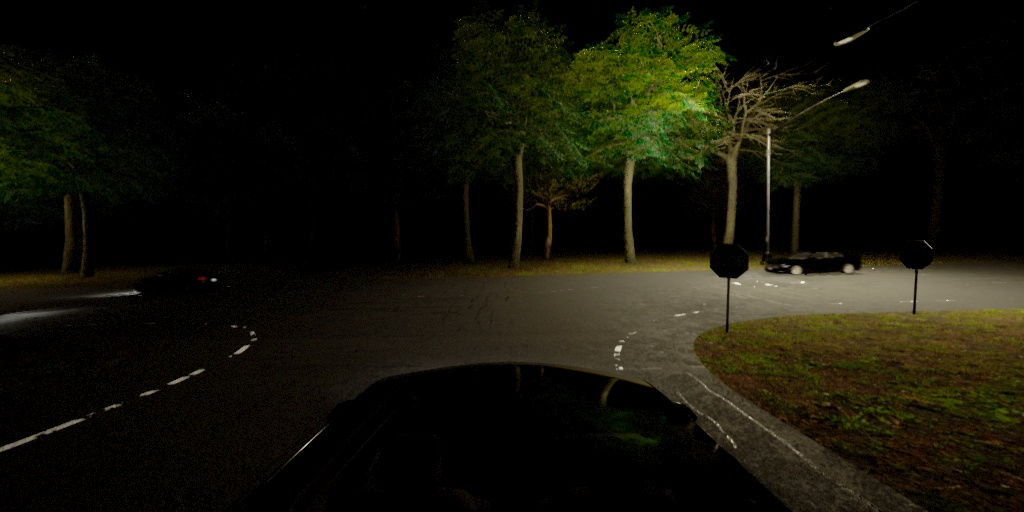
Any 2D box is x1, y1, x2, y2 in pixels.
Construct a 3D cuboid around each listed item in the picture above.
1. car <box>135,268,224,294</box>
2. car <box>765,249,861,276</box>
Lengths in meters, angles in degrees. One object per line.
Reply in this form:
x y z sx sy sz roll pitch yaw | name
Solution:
-20.068 1.468 21.745 4.181 1.385 1.994 -1 3 0 | car
18.298 0.373 21.931 5.008 1.535 1.882 -3 3 0 | car
